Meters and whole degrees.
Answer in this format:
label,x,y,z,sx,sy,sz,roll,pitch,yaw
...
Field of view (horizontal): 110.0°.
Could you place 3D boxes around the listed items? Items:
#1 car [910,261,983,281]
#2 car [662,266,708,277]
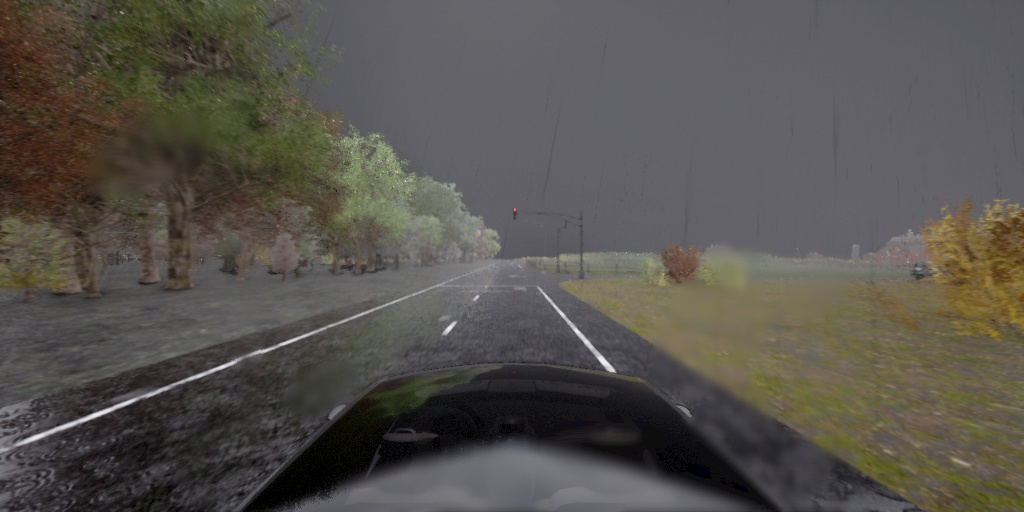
label,x,y,z,sx,sy,sz,roll,pitch,yaw
car,45.876,1.605,38.085,5.566,2.045,2.150,0,-1,0
car,18.324,1.607,38.209,4.674,1.442,1.812,1,-1,0
